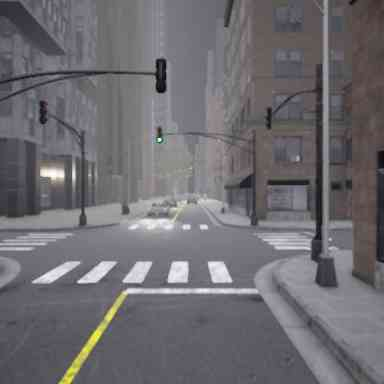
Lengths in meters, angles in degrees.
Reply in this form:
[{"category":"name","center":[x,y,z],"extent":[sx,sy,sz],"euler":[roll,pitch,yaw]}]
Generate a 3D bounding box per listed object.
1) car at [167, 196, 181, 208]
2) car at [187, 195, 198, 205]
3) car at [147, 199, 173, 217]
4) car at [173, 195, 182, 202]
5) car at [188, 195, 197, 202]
[{"category":"car","center":[-3.064,1.582,46.962],"extent":[1.994,1.385,4.181],"euler":[0,0,0]},{"category":"car","center":[0.018,1.511,59.238],"extent":[2.128,1.511,4.902],"euler":[0,0,0]},{"category":"car","center":[-3.085,1.616,31.419],"extent":[1.895,1.301,4.718],"euler":[0,0,0]},{"category":"car","center":[-2.982,1.351,63.829],"extent":[2.128,1.511,4.902],"euler":[0,0,0]},{"category":"car","center":[0.020,1.374,69.661],"extent":[1.812,1.442,4.674],"euler":[0,0,0]}]
